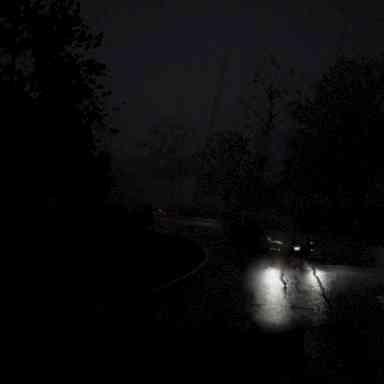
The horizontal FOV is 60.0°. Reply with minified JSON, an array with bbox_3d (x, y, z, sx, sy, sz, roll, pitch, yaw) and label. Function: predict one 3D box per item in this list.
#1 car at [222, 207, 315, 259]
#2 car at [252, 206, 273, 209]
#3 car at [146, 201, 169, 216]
[{"bbox_3d":[2.854,1.560,12.904,1.837,1.490,4.892,3,-1,-12],"label":"car"},{"bbox_3d":[3.722,1.613,19.987,2.128,1.511,4.902,1,0,-30],"label":"car"},{"bbox_3d":[-3.640,1.617,34.174,1.882,1.535,5.008,1,0,-14],"label":"car"}]
